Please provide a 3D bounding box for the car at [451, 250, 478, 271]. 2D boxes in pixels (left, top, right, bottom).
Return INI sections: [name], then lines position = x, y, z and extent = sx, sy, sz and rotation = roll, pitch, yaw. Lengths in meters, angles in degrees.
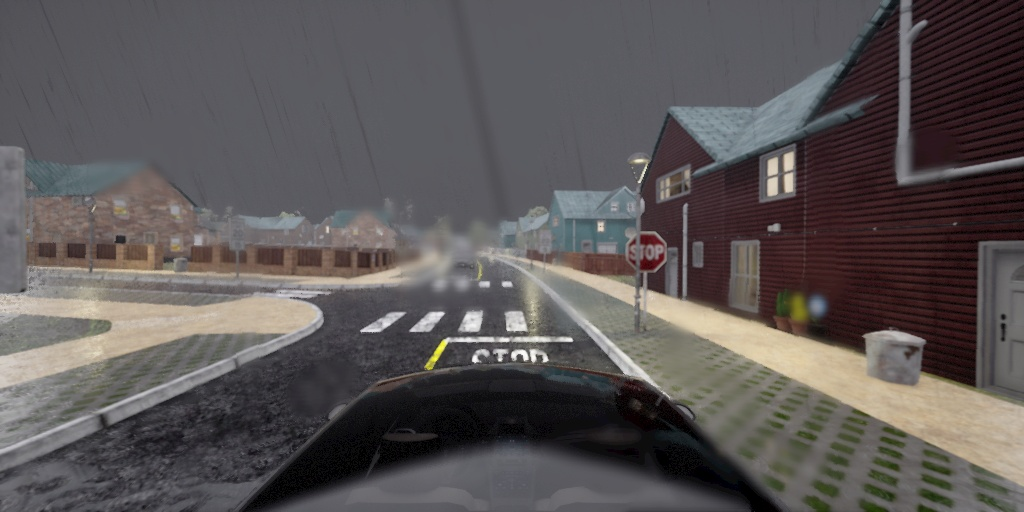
[car]
position = -4.024, 0.469, 30.767
extent = 1.837, 1.490, 4.892
rotation = 0, 2, -5
